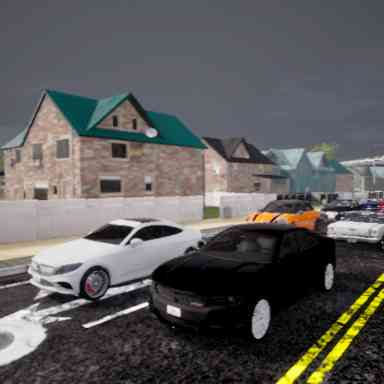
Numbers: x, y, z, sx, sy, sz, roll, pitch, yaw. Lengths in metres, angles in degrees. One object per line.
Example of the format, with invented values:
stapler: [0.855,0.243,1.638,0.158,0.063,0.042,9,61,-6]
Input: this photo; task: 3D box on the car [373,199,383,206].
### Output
car: [13.958,1.018,21.981,2.150,2.045,5.566,1,1,40]

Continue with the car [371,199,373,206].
car: [16.731,1.309,30.491,1.895,1.301,4.718,1,1,40]

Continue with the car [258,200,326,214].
car: [4.216,1.179,15.288,2.097,1.767,4.553,1,1,40]

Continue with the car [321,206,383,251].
car: [7.247,1.461,13.857,1.895,1.301,4.718,1,1,39]

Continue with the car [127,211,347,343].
car: [1.327,1.397,6.643,1.882,1.535,5.008,1,1,39]

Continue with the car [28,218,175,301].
car: [-1.524,1.410,8.301,1.812,1.442,4.674,1,1,41]

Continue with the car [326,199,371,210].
car: [10.275,1.259,22.654,2.128,1.511,4.902,1,1,40]
